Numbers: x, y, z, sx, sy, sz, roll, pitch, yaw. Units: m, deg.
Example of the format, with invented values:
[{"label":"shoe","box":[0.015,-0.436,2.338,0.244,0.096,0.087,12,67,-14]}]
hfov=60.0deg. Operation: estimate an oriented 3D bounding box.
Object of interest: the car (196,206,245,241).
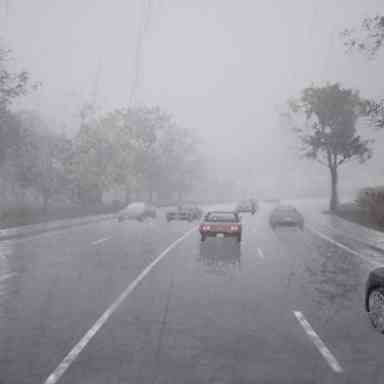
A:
[{"label":"car","box":[1.561,1.600,16.665,1.895,1.301,4.718,0,0,8]}]

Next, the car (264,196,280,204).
[{"label":"car","box":[15.156,1.514,63.078,1.882,1.535,5.008,0,0,31]}]

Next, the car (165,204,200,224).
[{"label":"car","box":[-0.556,1.585,25.194,1.895,1.301,4.718,0,0,13]}]

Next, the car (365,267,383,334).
[{"label":"car","box":[3.820,1.504,3.798,2.128,1.511,4.902,0,0,2]}]

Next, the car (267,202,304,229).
[{"label":"car","box":[6.090,1.582,21.735,1.994,1.385,4.181,0,0,12]}]

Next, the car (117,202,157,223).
[{"label":"car","box":[-4.058,1.493,25.414,1.812,1.442,4.674,0,0,13]}]

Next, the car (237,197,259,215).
[{"label":"car","box":[5.768,1.557,34.311,2.033,1.411,5.357,0,0,18]}]

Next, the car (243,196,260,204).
[{"label":"car","box":[11.387,1.573,63.578,1.994,1.385,4.181,0,0,30]}]
